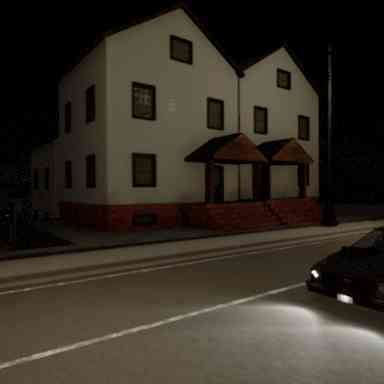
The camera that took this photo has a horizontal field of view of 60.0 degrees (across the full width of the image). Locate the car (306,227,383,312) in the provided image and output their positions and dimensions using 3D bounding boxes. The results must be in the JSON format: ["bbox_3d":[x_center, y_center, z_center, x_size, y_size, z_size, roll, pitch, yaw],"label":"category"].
[{"bbox_3d":[4.888,1.486,7.450,5.357,1.411,2.033,-1,0,-35],"label":"car"}]
